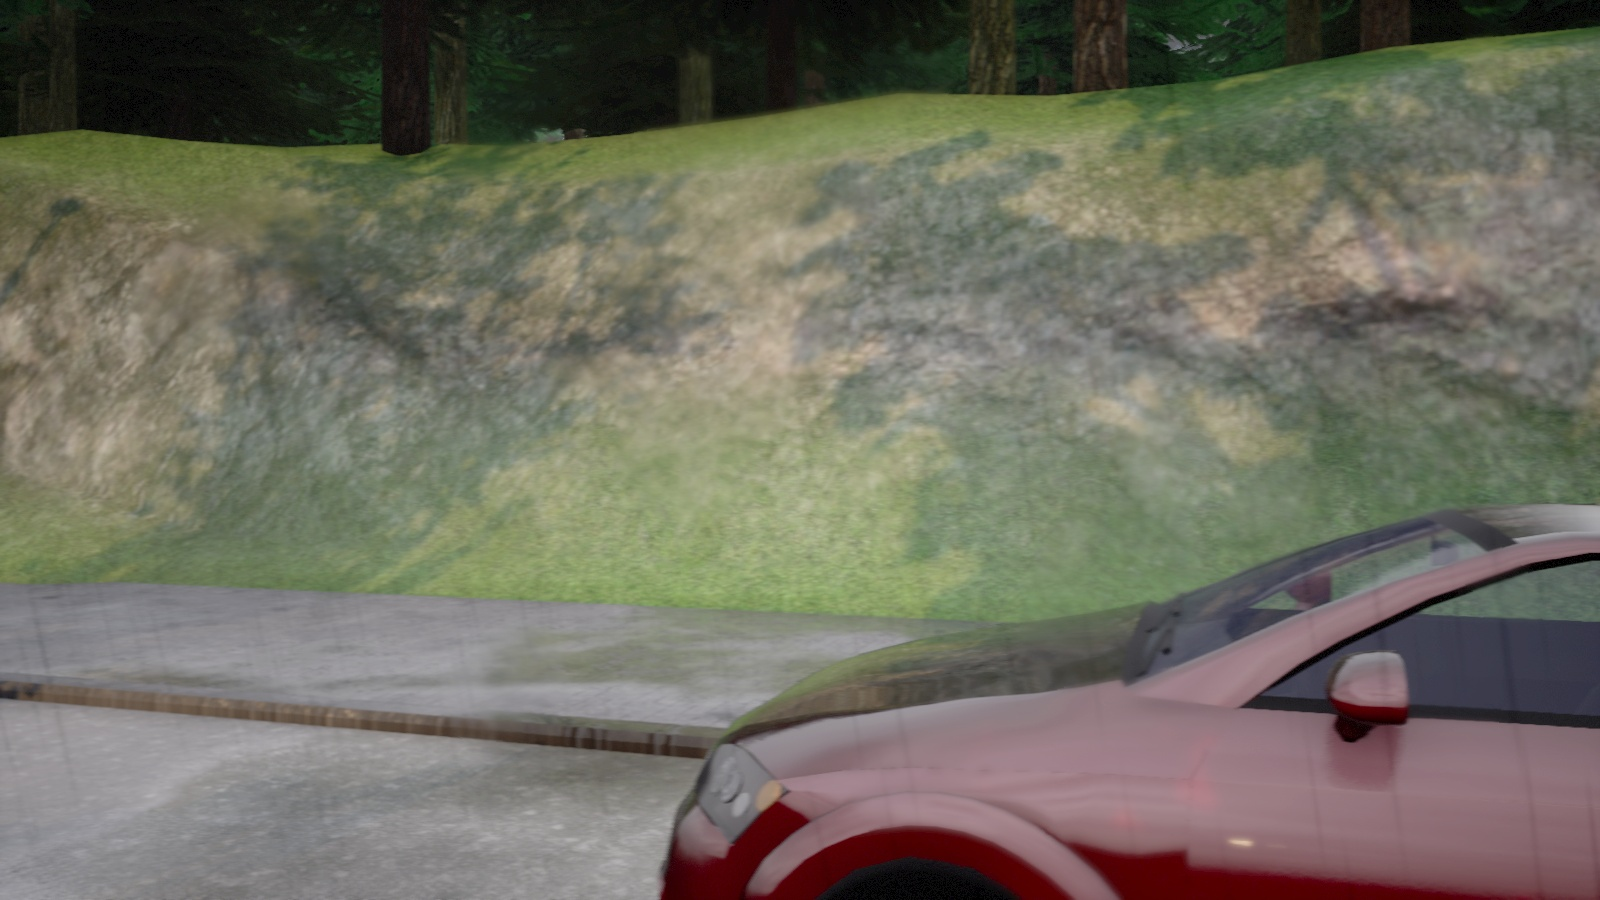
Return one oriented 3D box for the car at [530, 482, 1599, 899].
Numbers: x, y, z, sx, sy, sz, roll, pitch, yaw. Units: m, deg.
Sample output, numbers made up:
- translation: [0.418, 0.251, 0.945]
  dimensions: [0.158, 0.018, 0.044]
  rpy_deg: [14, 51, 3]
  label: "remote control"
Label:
- translation: [1.681, 0.846, 3.157]
  dimensions: [4.181, 1.385, 1.994]
  rpy_deg: [1, 1, 19]
  label: "car"
